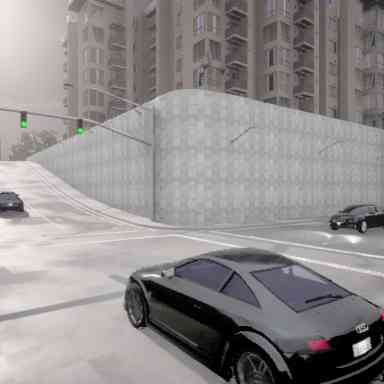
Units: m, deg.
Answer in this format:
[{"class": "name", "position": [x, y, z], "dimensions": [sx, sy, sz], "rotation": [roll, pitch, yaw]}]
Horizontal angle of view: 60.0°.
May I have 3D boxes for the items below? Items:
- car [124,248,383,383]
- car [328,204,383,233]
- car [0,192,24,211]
[{"class": "car", "position": [0.584, 1.566, 5.055], "dimensions": [1.994, 1.385, 4.181], "rotation": [0, 0, -36]}, {"class": "car", "position": [10.095, 1.507, 19.798], "dimensions": [4.892, 1.490, 1.837], "rotation": [0, 0, -36]}, {"class": "car", "position": [-14.523, 0.652, 26.074], "dimensions": [1.994, 1.385, 4.181], "rotation": [0, 7, -36]}]
